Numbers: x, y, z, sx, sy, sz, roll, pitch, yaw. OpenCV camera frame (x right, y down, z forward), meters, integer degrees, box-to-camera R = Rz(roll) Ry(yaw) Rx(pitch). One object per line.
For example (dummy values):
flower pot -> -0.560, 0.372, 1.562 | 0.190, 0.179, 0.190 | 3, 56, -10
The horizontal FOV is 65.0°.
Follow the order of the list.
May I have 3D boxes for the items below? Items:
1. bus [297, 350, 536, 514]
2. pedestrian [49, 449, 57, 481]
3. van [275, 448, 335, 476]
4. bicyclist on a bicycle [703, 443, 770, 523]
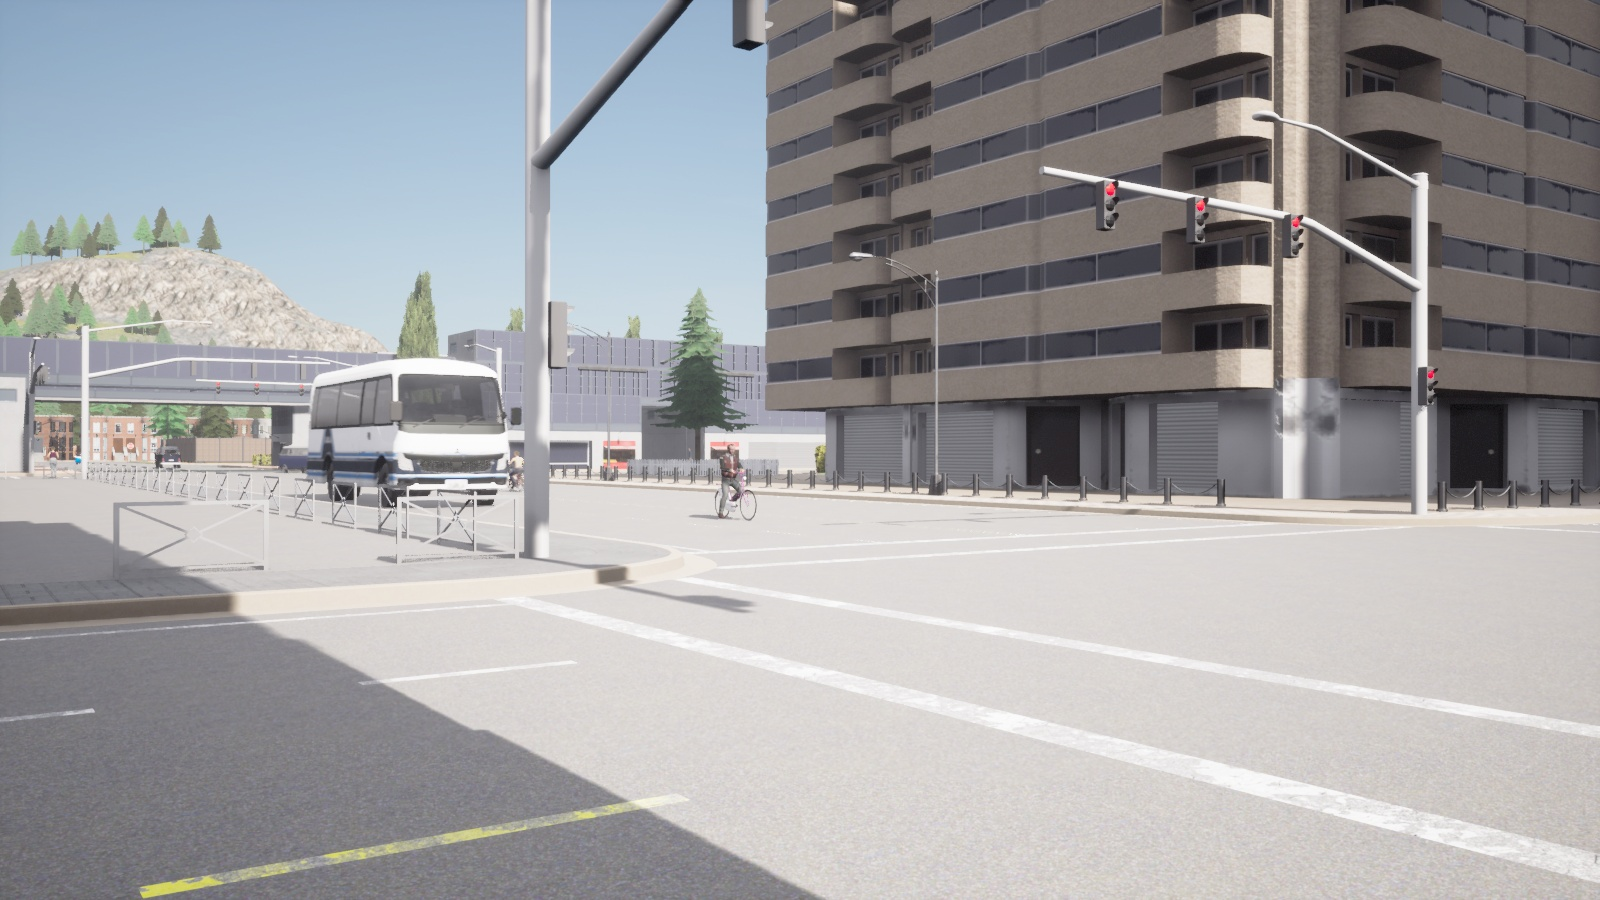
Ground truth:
bus -> -11.870, -0.458, 37.923 | 3.944, 4.253, 10.273 | 0, 0, -35
pedestrian -> -42.807, 0.847, 71.986 | 0.345, 1.836, 0.594 | 0, 0, -34
van -> -35.593, 0.849, 90.183 | 4.442, 1.987, 1.775 | 0, 0, 34
bicyclist on a bicycle -> -1.488, 0.745, 29.055 | 0.659, 1.776, 1.843 | 0, 0, -35
